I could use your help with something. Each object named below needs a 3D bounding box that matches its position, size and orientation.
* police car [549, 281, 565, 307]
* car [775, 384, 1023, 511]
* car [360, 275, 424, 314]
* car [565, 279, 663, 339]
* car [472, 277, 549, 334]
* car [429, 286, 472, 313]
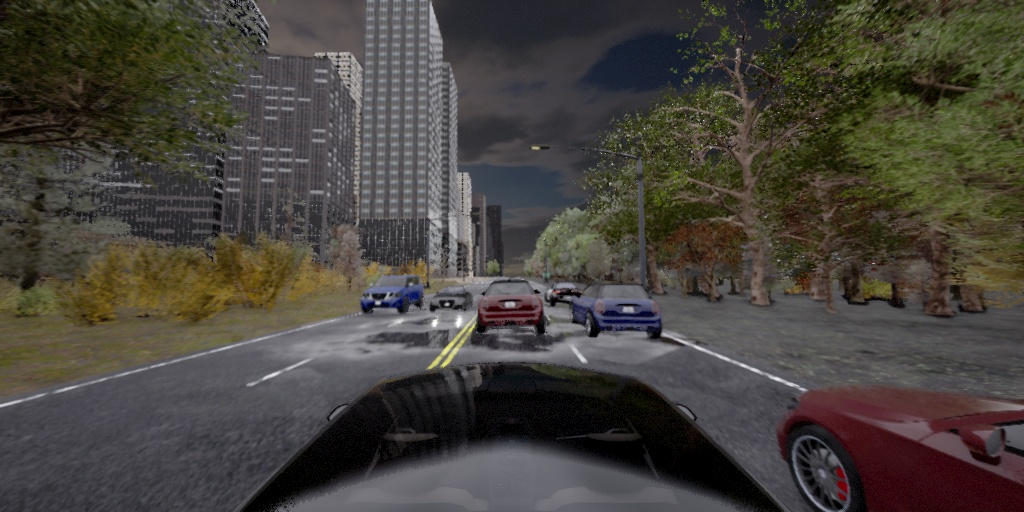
[{"bbox_3d":[3.261,2.386,23.238,2.038,1.542,4.974,-1,-3,0],"label":"police car"},{"bbox_3d":[3.271,1.238,1.252,1.812,1.442,4.674,1,-3,0],"label":"car"},{"bbox_3d":[-6.587,2.087,20.413,2.150,2.045,5.566,-1,-3,0],"label":"car"},{"bbox_3d":[3.280,1.625,12.224,2.097,1.767,4.553,1,-3,0],"label":"car"},{"bbox_3d":[-0.043,1.670,12.981,2.097,1.767,4.553,-2,-5,0],"label":"car"},{"bbox_3d":[-3.333,2.386,20.333,1.994,1.385,4.181,-1,-3,0],"label":"car"}]
